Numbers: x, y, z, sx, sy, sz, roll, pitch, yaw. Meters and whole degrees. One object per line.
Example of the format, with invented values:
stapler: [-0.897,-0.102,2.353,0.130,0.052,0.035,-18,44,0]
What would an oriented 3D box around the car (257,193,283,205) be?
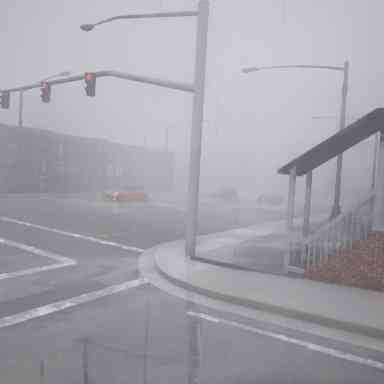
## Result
car: [9.608,0.780,40.774,1.994,1.385,4.181,5,3,36]

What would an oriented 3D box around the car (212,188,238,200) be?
car: [4.622,0.226,46.053,2.128,1.511,4.902,5,3,36]

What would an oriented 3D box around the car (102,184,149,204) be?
car: [-6.180,0.078,31.083,2.097,1.767,4.553,5,3,36]
